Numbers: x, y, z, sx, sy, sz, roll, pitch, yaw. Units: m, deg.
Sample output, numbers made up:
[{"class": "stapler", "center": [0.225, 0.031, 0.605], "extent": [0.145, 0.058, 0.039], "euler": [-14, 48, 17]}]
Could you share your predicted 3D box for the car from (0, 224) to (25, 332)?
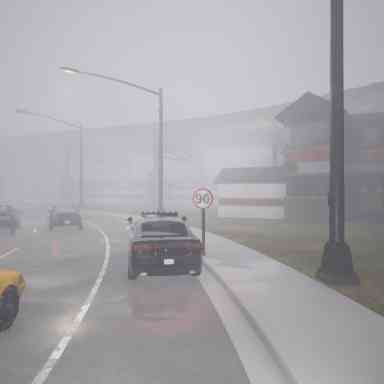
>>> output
[{"class": "car", "center": [-3.687, 1.455, 3.742], "extent": [1.801, 1.575, 5.366], "euler": [0, 0, -5]}]

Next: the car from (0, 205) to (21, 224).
[{"class": "car", "center": [-11.068, 1.492, 19.175], "extent": [2.128, 1.511, 4.902], "euler": [0, 0, -24]}]

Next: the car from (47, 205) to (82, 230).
[{"class": "car", "center": [-8.060, 1.525, 20.950], "extent": [1.812, 1.442, 4.674], "euler": [0, 0, -25]}]

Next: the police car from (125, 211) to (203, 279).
[{"class": "police car", "center": [-1.019, 1.425, 10.307], "extent": [1.930, 1.638, 5.238], "euler": [0, 0, -11]}]
